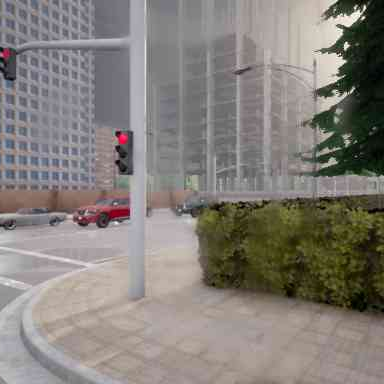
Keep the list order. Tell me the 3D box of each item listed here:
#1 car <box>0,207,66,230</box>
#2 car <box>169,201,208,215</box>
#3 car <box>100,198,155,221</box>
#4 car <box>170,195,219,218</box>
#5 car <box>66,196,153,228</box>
[{"bbox_3d":[-10.737,1.656,21.785,1.895,1.301,4.718,0,0,35],"label":"car"},{"bbox_3d":[-0.300,1.656,36.430,1.895,1.301,4.718,0,0,36],"label":"car"},{"bbox_3d":[-5.526,1.407,29.115,2.097,1.767,4.553,0,0,35],"label":"car"},{"bbox_3d":[0.539,1.277,31.582,2.150,2.045,5.566,0,0,36],"label":"car"},{"bbox_3d":[-5.495,1.277,23.153,2.150,2.045,5.566,0,0,33],"label":"car"}]
